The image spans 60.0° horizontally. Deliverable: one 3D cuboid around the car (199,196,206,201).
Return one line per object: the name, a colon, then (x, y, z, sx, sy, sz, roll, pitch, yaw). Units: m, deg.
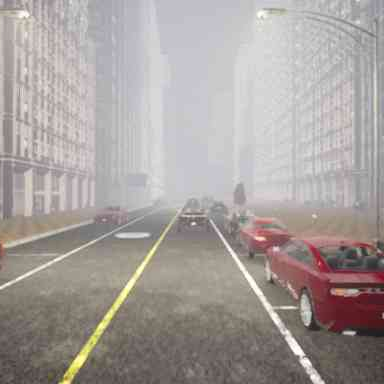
car: (2.682, 1.697, 86.366, 1.887, 1.381, 4.507, 0, 0, 0)

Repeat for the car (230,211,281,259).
car: (2.694, 1.600, 12.411, 1.802, 1.307, 4.206, 0, 0, 0)

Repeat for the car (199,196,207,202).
car: (2.683, 1.722, 80.678, 1.802, 1.307, 4.206, 0, 0, 0)

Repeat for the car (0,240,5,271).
car: (-5.686, 1.555, 6.742, 1.887, 1.381, 4.507, 0, 0, 0)

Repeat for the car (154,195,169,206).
car: (-5.694, 1.646, 57.945, 2.008, 1.369, 4.403, 0, 0, 0)

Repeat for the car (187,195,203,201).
car: (0.095, 1.574, 43.502, 1.837, 1.490, 4.892, 0, 0, 0)

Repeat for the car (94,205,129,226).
car: (-5.688, 1.581, 23.810, 1.887, 1.381, 4.507, 0, 0, 0)

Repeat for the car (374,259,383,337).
car: (2.696, 1.442, 1.032, 1.967, 1.590, 4.097, 0, 0, 0)

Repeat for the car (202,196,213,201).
car: (2.689, 1.600, 46.714, 1.752, 1.417, 4.829, 0, 0, 0)

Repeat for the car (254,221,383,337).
car: (2.695, 1.554, 6.722, 1.887, 1.381, 4.507, 0, 0, 0)

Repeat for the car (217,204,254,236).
car: (2.693, 1.577, 18.100, 2.008, 1.369, 4.403, 0, 0, 0)

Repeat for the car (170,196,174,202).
car: (-5.697, 1.680, 75.012, 2.008, 1.369, 4.403, 0, 0, 0)

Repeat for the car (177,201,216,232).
car: (0.097, 1.521, 20.398, 2.128, 1.511, 4.902, 0, 0, 0)

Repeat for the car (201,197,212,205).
car: (2.686, 1.650, 63.611, 1.887, 1.381, 4.507, 0, 0, 0)

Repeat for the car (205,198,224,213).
car: (2.690, 1.620, 35.166, 1.947, 1.339, 4.313, 0, 0, 0)
